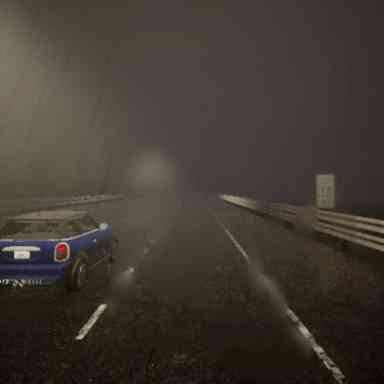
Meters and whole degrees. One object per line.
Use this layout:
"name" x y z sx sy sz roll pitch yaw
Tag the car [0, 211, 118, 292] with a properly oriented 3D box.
"car" -3.441 1.281 8.897 2.097 1.767 4.553 0 1 0
